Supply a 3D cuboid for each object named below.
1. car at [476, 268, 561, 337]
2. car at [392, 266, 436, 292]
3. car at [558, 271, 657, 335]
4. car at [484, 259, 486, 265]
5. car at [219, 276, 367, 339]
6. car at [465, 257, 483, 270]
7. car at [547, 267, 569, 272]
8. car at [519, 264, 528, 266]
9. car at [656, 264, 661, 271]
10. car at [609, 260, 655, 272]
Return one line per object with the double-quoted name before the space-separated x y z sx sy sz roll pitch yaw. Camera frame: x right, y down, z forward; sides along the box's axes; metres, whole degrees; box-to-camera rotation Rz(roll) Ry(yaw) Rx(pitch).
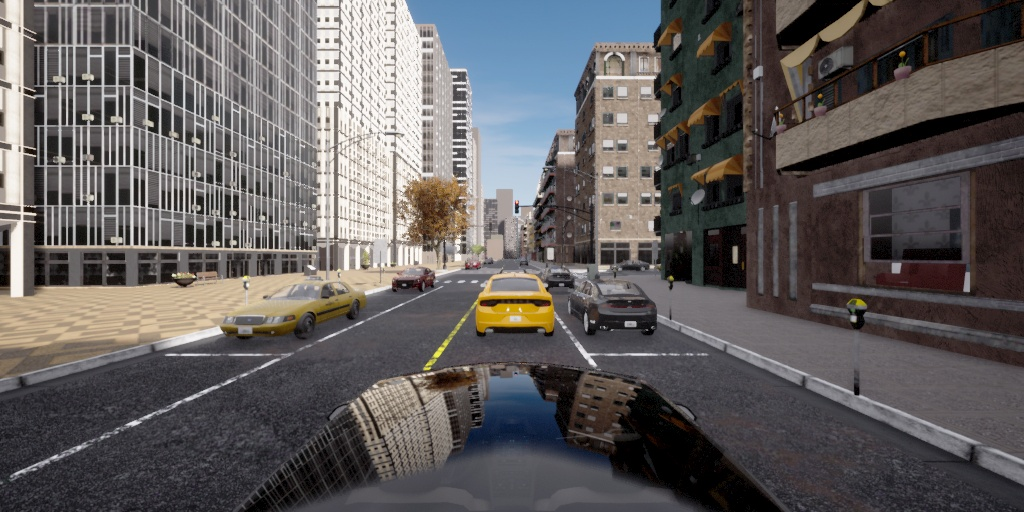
"car" 0.069 1.228 10.360 1.882 1.535 5.008 0 0 0
"car" -5.736 1.299 21.314 1.888 1.381 4.507 0 0 0
"car" 2.669 1.301 10.268 2.007 1.370 4.403 0 0 0
"car" -5.823 1.356 59.225 1.948 1.339 4.313 0 0 0
"car" -5.710 1.276 10.079 1.751 1.417 4.829 0 0 0
"car" -5.810 1.098 53.702 2.192 1.841 5.009 0 0 0
"car" 2.644 1.305 21.333 2.007 1.370 4.403 0 0 0
"car" 0.057 1.355 20.639 1.895 1.301 4.718 0 0 0
"car" 18.743 1.006 40.841 4.829 1.417 1.751 0 0 -1
"car" 13.346 1.108 40.774 4.403 1.370 2.007 0 0 -1
